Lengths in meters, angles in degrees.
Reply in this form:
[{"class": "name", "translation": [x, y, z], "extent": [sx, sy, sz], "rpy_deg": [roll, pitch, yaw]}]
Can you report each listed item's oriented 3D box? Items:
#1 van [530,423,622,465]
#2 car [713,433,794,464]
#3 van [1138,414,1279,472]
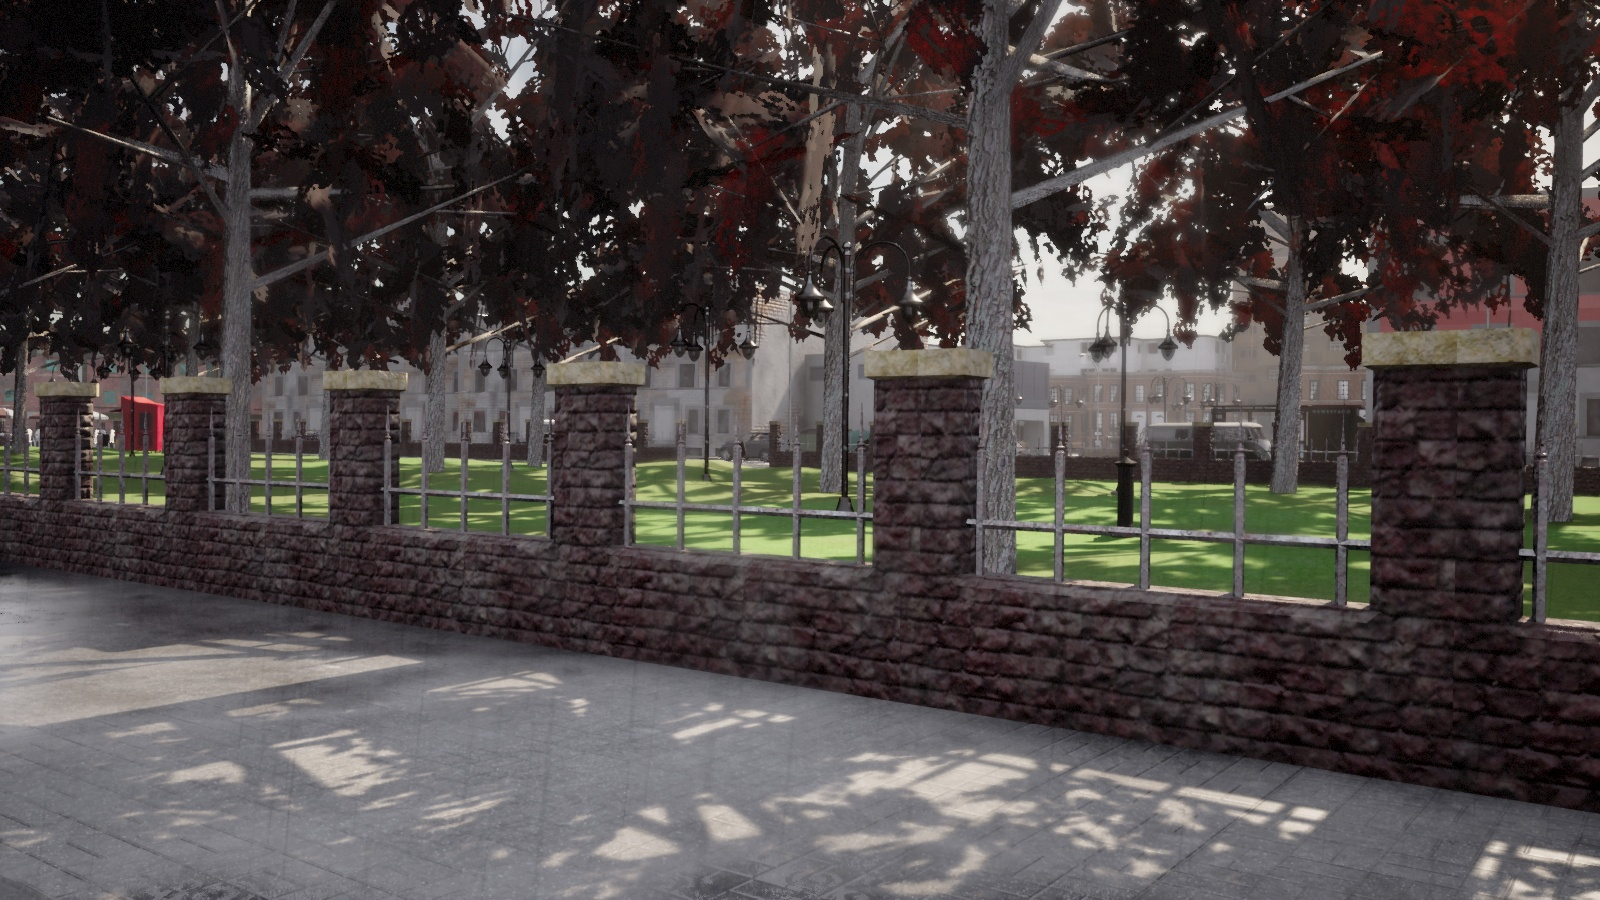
[{"class": "van", "translation": [-11.445, -0.315, 64.006], "extent": [4.480, 2.038, 2.069], "rpy_deg": [0, 1, 36]}, {"class": "car", "translation": [-2.317, -0.084, 62.256], "extent": [3.633, 1.501, 1.845], "rpy_deg": [0, 1, 36]}, {"class": "van", "translation": [14.553, -0.259, 44.835], "extent": [4.442, 1.987, 1.775], "rpy_deg": [0, 1, 36]}]
